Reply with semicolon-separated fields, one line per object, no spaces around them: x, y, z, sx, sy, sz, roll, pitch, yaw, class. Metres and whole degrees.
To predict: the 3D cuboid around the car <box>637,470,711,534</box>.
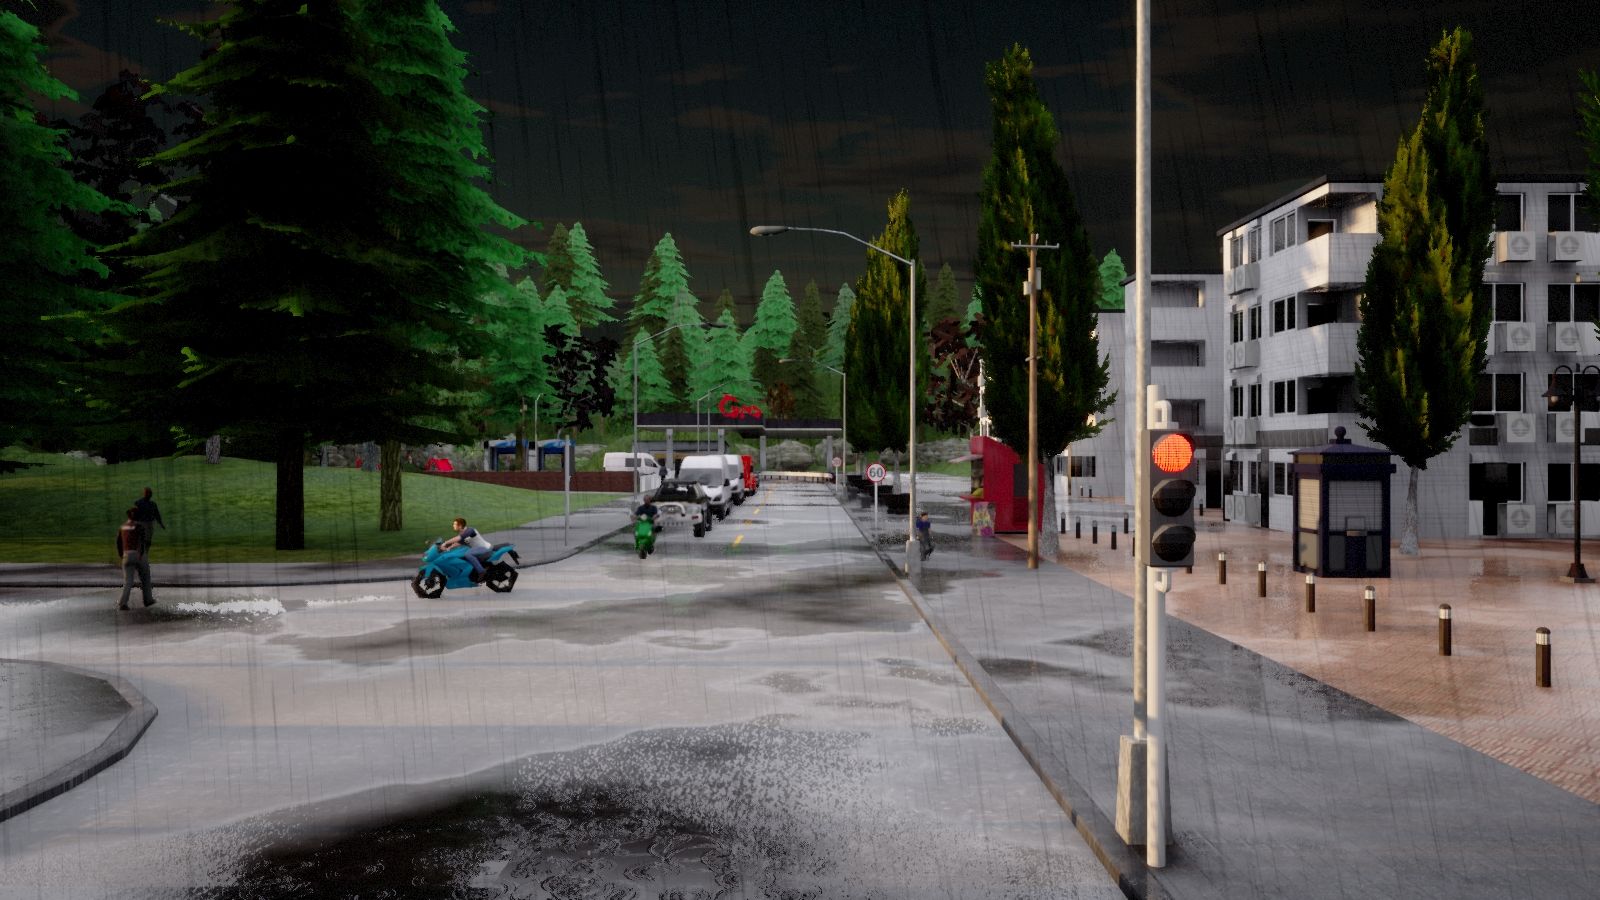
-4.061;1.635;37.517;1.932;1.855;4.605;0;1;0;car

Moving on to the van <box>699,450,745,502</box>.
-3.998;1.304;59.266;1.988;2.561;5.915;0;0;0;van

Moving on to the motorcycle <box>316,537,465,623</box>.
-6.353;1.989;17.784;2.033;1.145;0.803;0;-1;-35;motorcycle

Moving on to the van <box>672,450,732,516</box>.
-4.011;1.305;47.708;1.988;2.561;5.915;0;0;0;van

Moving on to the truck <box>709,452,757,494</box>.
-3.994;1.339;68.829;2.627;2.467;5.204;0;0;0;truck

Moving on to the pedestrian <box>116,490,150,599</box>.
-11.544;1.625;19.773;0.375;1.860;0.375;0;0;1;pedestrian

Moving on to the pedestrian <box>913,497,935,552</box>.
2.995;1.800;27.595;0.375;1.300;0.375;0;0;-31;pedestrian

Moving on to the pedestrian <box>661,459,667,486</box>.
-9.283;1.512;77.764;0.375;1.860;0.375;0;0;0;pedestrian

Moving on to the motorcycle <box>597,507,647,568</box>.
-3.994;1.958;25.768;0.856;1.236;1.805;0;0;0;motorcycle

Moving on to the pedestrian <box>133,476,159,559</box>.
-14.909;1.520;26.031;0.375;1.860;0.375;0;0;30;pedestrian
